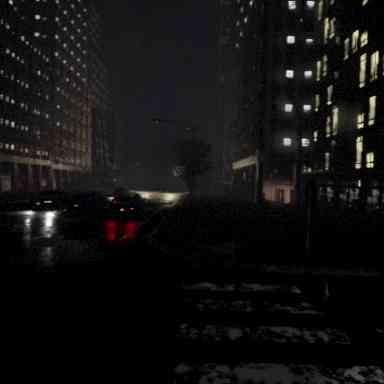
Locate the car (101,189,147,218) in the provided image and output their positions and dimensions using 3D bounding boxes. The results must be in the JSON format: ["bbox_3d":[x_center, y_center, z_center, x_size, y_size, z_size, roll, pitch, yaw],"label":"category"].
[{"bbox_3d":[-4.128,0.788,22.097,2.128,1.511,4.902,1,1,0],"label":"car"}]

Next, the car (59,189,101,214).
[{"bbox_3d":[-7.381,0.657,23.681,1.882,1.535,5.008,1,1,0],"label":"car"}]

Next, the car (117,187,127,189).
[{"bbox_3d":[-10.788,0.046,50.951,1.837,1.490,4.892,2,1,0],"label":"car"}]

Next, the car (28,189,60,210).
[{"bbox_3d":[-10.831,0.550,25.822,1.837,1.490,4.892,1,1,0],"label":"car"}]
